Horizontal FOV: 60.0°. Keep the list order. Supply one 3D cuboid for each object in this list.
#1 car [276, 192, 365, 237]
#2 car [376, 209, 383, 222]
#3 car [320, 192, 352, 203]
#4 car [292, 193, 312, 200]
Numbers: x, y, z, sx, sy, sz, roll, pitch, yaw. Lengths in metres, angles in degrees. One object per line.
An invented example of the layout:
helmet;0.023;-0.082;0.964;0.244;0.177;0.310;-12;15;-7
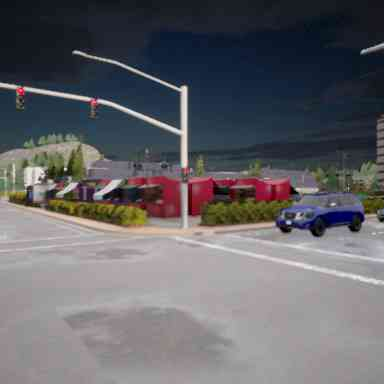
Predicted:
car;6.862;1.098;17.487;5.566;2.045;2.150;0;0;-36
car;14.810;1.440;23.158;4.718;1.301;1.895;0;0;-35
car;24.483;0.898;56.698;1.932;1.855;4.605;0;0;-35
car;25.051;1.065;75.620;1.970;1.475;3.806;0;0;-35
